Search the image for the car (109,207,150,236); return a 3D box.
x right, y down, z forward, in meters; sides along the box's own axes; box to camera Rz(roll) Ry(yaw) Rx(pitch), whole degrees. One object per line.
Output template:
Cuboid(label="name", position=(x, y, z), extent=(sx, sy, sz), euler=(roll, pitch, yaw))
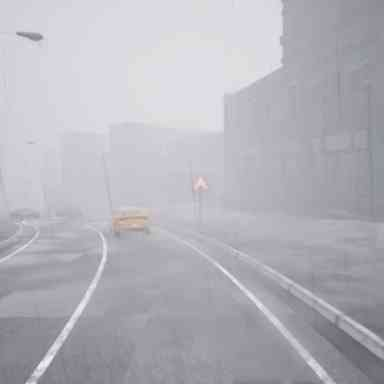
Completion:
Cuboid(label="car", position=(-3.847, 1.646, 19.954), extent=(1.882, 1.535, 5.008), euler=(-1, -1, -20))

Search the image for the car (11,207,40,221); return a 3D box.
Cuboid(label="car", position=(-19.324, 2.515, 38.463), extent=(2.033, 1.411, 5.357), euler=(-4, 0, -43))

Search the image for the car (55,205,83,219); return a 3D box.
Cuboid(label="car", position=(-14.017, 2.228, 37.793), extent=(1.994, 1.385, 4.181), euler=(-3, 0, -39))
